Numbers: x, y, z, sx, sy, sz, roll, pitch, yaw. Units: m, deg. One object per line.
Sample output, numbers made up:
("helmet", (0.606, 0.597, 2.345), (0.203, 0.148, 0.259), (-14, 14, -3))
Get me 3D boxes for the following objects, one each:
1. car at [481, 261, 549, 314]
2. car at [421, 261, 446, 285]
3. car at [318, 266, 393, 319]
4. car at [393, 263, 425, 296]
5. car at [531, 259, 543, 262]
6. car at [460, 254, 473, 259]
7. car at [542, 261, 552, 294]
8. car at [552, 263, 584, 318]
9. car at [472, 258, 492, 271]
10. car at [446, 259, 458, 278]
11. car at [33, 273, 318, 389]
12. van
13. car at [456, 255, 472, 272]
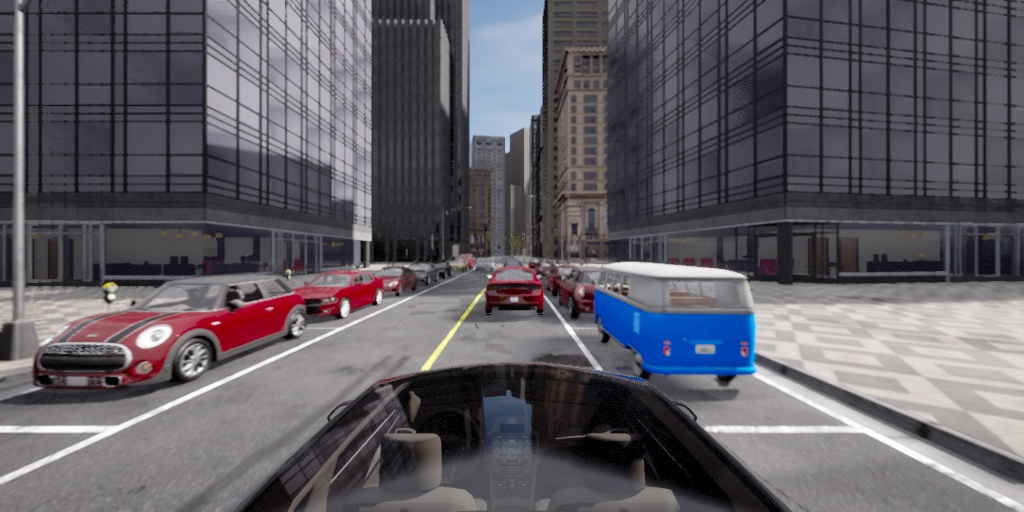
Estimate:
("car", (0.081, 1.109, 13.139), (1.882, 1.535, 5.008), (0, 1, 0))
("car", (-5.860, 1.088, 23.197), (2.007, 1.370, 4.403), (0, 0, 0))
("car", (-5.859, 1.184, 12.280), (1.888, 1.381, 4.507), (0, 0, 0))
("car", (-5.859, 1.169, 17.739), (1.802, 1.307, 4.207), (0, 0, 0))
("car", (2.664, 1.073, 28.653), (1.802, 1.307, 4.207), (0, 0, 0))
("car", (-5.864, 0.685, 45.032), (2.192, 1.841, 5.009), (0, 0, 0))
("car", (2.666, 1.132, 17.735), (1.888, 1.381, 4.507), (0, 0, 0))
("car", (2.667, 1.079, 12.276), (1.967, 1.591, 4.097), (0, 0, 0))
("car", (-3.089, 0.999, 41.049), (1.895, 1.301, 4.718), (0, 0, 0))
("car", (-5.861, 1.057, 28.656), (1.948, 1.339, 4.313), (0, 0, 0))
("car", (-5.858, 1.135, 6.822), (1.967, 1.591, 4.097), (0, 0, 0))
("van", (2.668, 1.036, 6.817), (1.690, 1.789, 3.998), (0, 0, 0))
("car", (-5.863, 0.933, 39.403), (1.751, 1.417, 4.829), (0, 0, 0))
